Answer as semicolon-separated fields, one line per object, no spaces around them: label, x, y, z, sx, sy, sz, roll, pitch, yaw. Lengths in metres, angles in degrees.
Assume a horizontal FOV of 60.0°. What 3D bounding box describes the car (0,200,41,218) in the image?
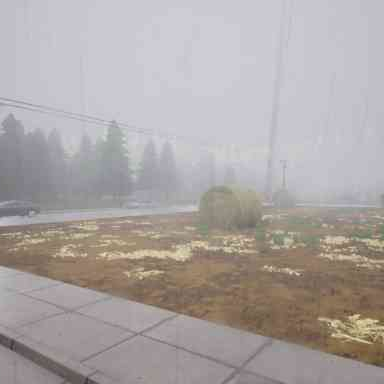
car;-15.883;1.531;29.188;1.837;1.490;4.892;0;0;37

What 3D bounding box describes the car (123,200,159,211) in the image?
car;-6.333;1.627;42.075;1.895;1.301;4.718;0;0;37
